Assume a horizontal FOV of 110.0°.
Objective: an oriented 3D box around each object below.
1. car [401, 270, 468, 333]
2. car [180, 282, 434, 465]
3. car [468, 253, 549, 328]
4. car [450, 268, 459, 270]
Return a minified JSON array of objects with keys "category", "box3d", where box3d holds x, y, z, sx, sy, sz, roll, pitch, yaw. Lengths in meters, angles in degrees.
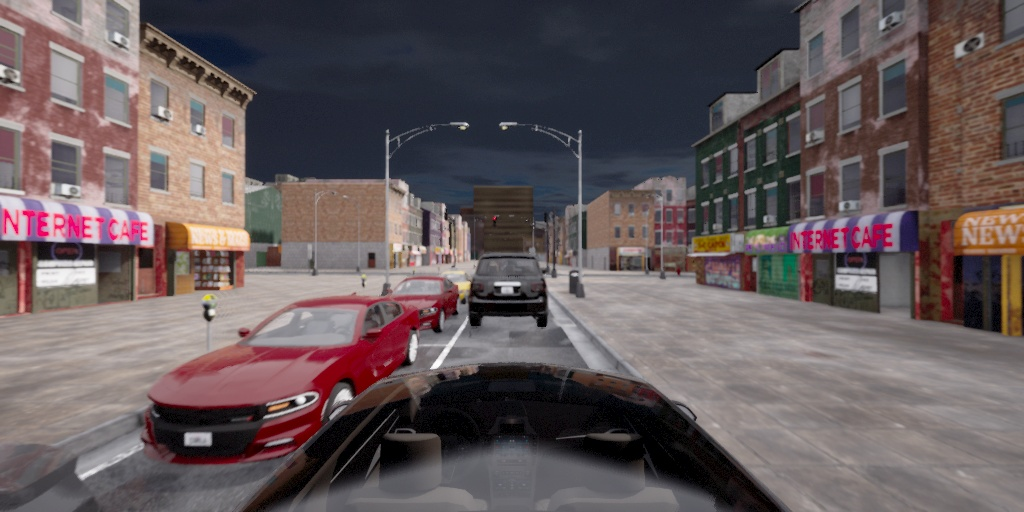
[{"category":"car","box3d":[-2.636,1.282,10.750,1.888,1.381,4.507,0,0,0]},{"category":"car","box3d":[-2.637,1.289,5.255,1.888,1.381,4.507,0,0,0]},{"category":"car","box3d":[-0.047,0.954,11.519,2.150,2.045,5.566,0,0,1]},{"category":"car","box3d":[-2.636,1.256,16.073,1.751,1.417,4.829,0,0,0]}]
